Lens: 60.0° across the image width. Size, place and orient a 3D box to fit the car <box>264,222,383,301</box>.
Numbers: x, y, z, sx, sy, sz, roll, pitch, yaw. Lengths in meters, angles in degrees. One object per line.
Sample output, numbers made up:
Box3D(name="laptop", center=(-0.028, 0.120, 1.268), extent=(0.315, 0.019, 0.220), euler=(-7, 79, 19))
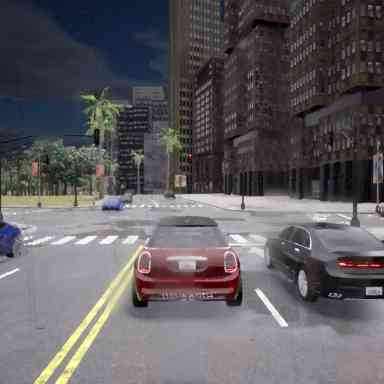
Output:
Box3D(name="car", center=(3.159, 1.504, 8.302), extent=(1.837, 1.490, 4.892), euler=(0, 0, -1))

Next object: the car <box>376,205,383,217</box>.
Box3D(name="car", center=(17.459, 1.294, 26.845), extent=(4.553, 1.767, 2.097), euler=(0, 0, 13))

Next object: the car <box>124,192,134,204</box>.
Box3D(name="car", center=(-10.896, 1.208, 54.794), extent=(1.994, 1.385, 4.181), euler=(0, 1, -8))

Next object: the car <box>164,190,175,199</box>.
Box3D(name="car", center=(-5.528, 0.553, 80.660), extent=(2.150, 2.045, 5.566), euler=(0, 1, -13))

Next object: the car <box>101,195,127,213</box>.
Box3D(name="car", center=(-8.589, 1.378, 36.131), extent=(1.882, 1.535, 5.008), euler=(0, 0, -6))

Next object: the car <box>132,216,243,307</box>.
Box3D(name="car", center=(-0.130, 1.352, 8.146), extent=(2.097, 1.767, 4.553), euler=(0, 0, -1))

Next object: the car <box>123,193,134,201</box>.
Box3D(name="car", center=(-13.282, 0.980, 69.711), extent=(2.128, 1.511, 4.902), euler=(0, 1, -10))

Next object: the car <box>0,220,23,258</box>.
Box3D(name="car", center=(-6.825, 1.526, 10.009), extent=(1.812, 1.442, 4.674), euler=(0, 0, -2))

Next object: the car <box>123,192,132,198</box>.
Box3D(name="car", center=(-16.526, 0.691, 85.236), extent=(1.994, 1.385, 4.181), euler=(0, 1, -13))
